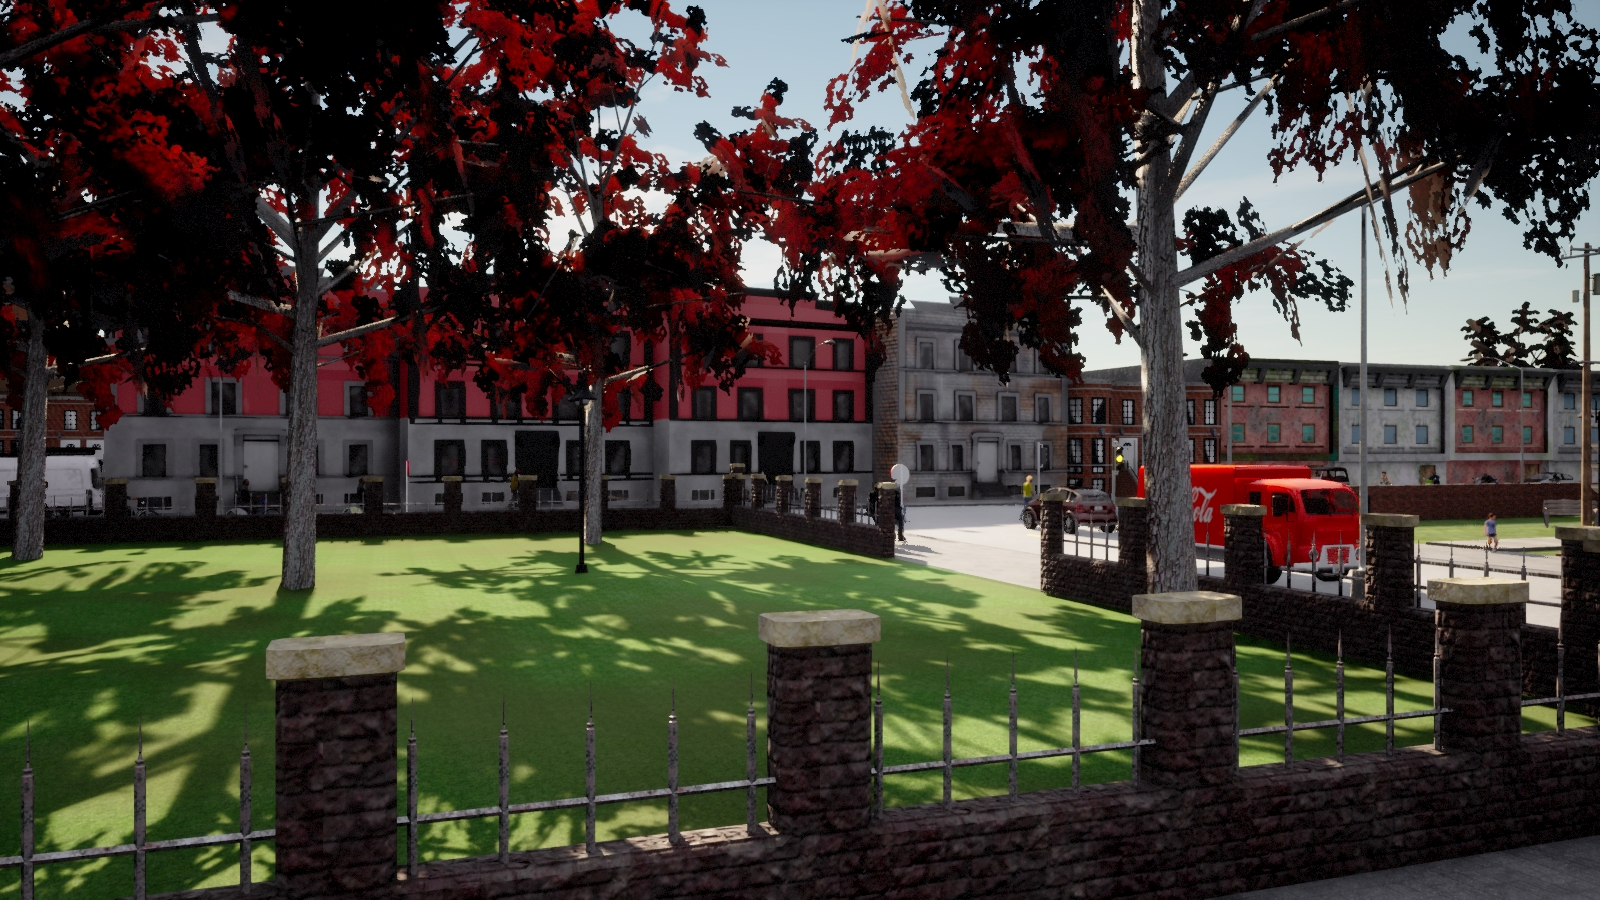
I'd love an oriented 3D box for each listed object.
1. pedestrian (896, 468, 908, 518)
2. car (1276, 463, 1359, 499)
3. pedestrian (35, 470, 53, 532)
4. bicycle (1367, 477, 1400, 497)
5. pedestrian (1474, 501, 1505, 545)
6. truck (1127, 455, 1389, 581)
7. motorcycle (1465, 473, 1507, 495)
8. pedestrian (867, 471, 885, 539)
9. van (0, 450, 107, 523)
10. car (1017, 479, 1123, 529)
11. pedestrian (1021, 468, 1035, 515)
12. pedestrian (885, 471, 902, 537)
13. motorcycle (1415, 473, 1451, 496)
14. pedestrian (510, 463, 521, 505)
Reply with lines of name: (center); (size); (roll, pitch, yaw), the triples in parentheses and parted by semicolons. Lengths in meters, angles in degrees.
pedestrian: (3.833, 1.628, 42.933); (0.375, 1.860, 0.375); (0, 0, -5)
car: (28.140, 1.638, 62.162); (3.866, 1.878, 1.905); (0, 0, -20)
pedestrian: (-22.765, 1.524, 34.398); (0.375, 1.860, 0.375); (0, 0, -20)
bicycle: (32.543, 2.036, 63.766); (1.487, 1.080, 0.859); (0, 0, -20)
pedestrian: (18.071, 1.904, 29.954); (0.500, 1.100, 0.500); (0, 0, -10)
truck: (9.964, 1.348, 25.442); (2.627, 2.467, 5.204); (0, 0, -20)
motorcycle: (39.853, 1.985, 66.375); (2.209, 1.251, 0.867); (0, 0, -20)
pedestrian: (2.102, 1.525, 31.635); (0.375, 1.860, 0.375); (0, 0, -21)
van: (-28.863, 1.311, 41.574); (5.915, 2.561, 1.988); (-1, 0, -20)
car: (9.208, 1.802, 39.232); (1.789, 1.549, 3.705); (0, 0, -20)
pedestrian: (9.025, 1.628, 45.183); (0.375, 1.860, 0.375); (0, 0, -27)
pedestrian: (2.650, 1.525, 32.391); (0.375, 1.860, 0.375); (0, 0, -20)
motorcycle: (36.002, 1.962, 64.979); (1.805, 1.236, 0.856); (0, 0, -20)
pedestrian: (-12.700, 1.524, 51.017); (0.375, 1.860, 0.375); (0, 0, 0)
